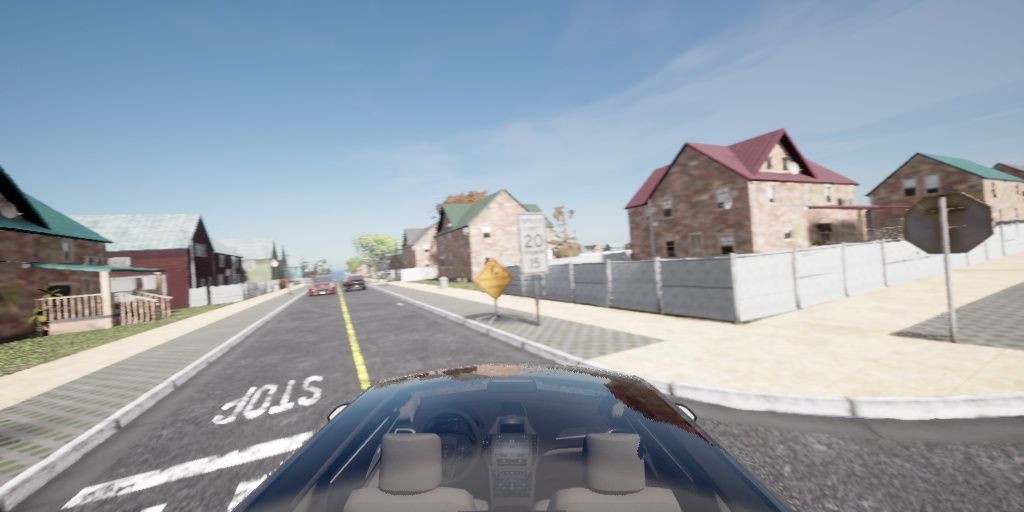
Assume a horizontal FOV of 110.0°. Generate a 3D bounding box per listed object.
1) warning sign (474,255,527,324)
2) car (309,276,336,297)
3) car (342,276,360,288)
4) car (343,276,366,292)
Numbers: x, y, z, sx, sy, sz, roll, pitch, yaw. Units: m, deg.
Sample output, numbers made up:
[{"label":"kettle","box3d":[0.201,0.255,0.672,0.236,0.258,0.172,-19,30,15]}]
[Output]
[{"label":"warning sign","box3d":[-0.444,0.964,10.741,1.300,1.860,1.060,0,0,-26]},{"label":"car","box3d":[-17.381,2.682,32.934,2.097,1.767,4.553,-4,0,-26]},{"label":"car","box3d":[-20.747,3.334,46.154,1.895,1.301,4.718,-4,-1,-26]},{"label":"car","box3d":[-15.977,2.761,36.561,1.837,1.490,4.892,-4,-1,-26]}]
